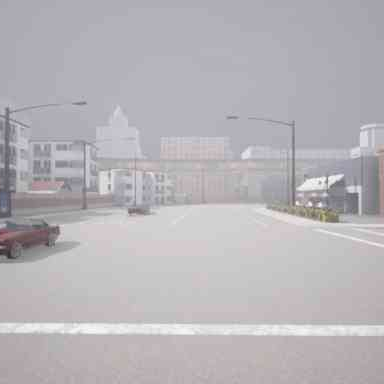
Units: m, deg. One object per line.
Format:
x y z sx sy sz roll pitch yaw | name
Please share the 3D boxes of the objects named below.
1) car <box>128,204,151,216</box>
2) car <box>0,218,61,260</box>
-6.172 2.029 39.049 1.895 1.301 4.718 0 -1 3 | car
-6.989 1.726 13.121 1.895 1.301 4.718 0 -1 0 | car
